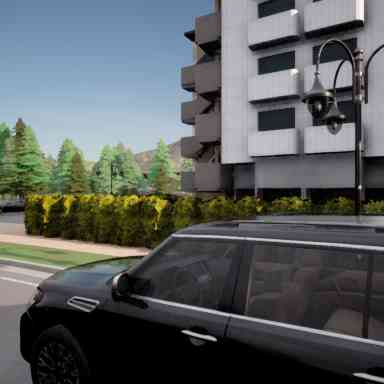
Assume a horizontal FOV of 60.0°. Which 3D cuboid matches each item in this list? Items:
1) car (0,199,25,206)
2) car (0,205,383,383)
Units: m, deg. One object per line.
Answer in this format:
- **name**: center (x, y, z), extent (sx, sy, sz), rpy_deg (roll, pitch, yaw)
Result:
- **car**: center (-18.242, 1.491, 33.496), extent (2.128, 1.511, 4.902), rpy_deg (0, 0, 33)
- **car**: center (0.714, 1.221, 3.158), extent (5.566, 2.045, 2.150), rpy_deg (0, 0, 34)
